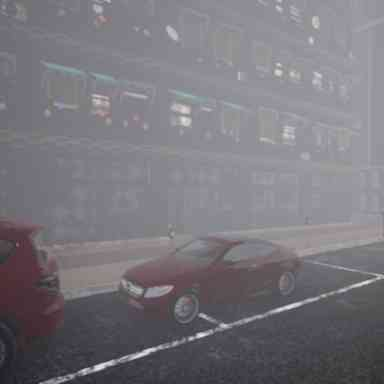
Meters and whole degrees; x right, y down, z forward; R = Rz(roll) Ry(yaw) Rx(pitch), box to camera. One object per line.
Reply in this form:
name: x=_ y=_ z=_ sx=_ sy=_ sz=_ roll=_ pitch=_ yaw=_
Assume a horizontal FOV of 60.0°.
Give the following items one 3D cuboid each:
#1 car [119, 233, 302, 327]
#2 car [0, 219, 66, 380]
car: x=0.584 y=1.565 z=6.961 sx=4.206 sy=1.307 sz=1.802 roll=0 pitch=1 yaw=-35
car: x=-4.032 y=1.320 z=3.664 sx=5.009 sy=1.841 sz=2.192 roll=0 pitch=1 yaw=-35
